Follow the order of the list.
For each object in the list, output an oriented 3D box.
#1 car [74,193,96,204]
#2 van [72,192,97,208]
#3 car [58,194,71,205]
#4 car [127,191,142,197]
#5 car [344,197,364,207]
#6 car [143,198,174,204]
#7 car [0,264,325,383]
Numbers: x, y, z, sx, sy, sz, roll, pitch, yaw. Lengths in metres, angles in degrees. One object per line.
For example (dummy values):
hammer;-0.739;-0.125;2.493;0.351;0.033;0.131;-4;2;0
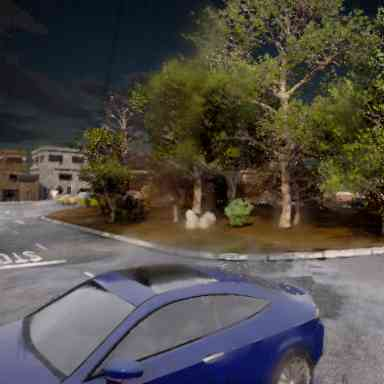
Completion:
car;-17.981;1.026;55.759;2.185;1.767;4.553;-1;1;-36
van;-13.809;1.048;43.834;1.878;1.987;4.442;-1;1;-36
car;-20.476;1.189;54.235;1.946;1.575;5.366;-1;1;-36
car;-10.490;0.827;61.149;2.435;2.045;5.566;0;1;-36
car;22.259;1.381;44.207;1.837;1.490;4.892;1;0;-35
car;-4.681;0.906;50.278;2.435;2.045;5.566;0;0;-36
car;-0.541;1.554;3.322;4.674;1.442;1.812;0;-1;-36
